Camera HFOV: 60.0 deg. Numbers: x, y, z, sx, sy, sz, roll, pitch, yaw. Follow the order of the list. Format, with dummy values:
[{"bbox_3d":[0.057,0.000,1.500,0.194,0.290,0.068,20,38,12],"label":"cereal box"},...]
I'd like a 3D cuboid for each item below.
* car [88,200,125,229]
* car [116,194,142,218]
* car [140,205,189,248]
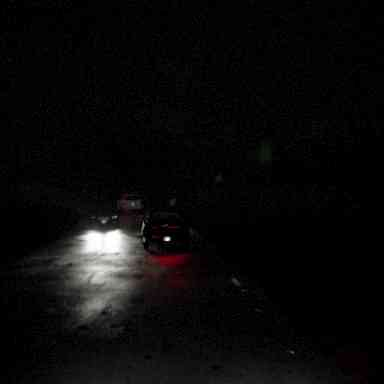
[{"bbox_3d":[-5.788,1.518,22.226,2.128,1.511,4.902,0,0,-13],"label":"car"},{"bbox_3d":[-6.933,1.258,36.184,2.150,2.045,5.566,-1,0,-20],"label":"car"},{"bbox_3d":[-1.295,1.516,14.901,1.837,1.490,4.892,0,0,-9],"label":"car"}]
